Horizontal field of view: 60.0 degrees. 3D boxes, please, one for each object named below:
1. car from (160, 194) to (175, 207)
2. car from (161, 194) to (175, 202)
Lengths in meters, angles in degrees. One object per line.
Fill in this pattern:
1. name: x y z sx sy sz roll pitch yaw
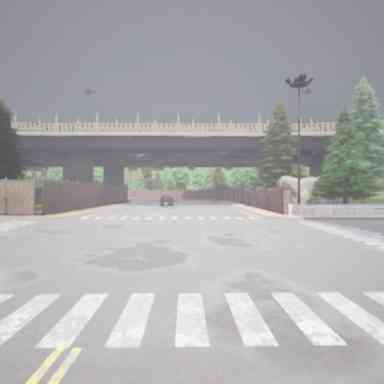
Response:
1. car: -3.630 1.405 48.125 2.128 1.511 4.902 0 1 -2
2. car: -5.323 1.264 73.932 1.882 1.535 5.008 0 0 -19
